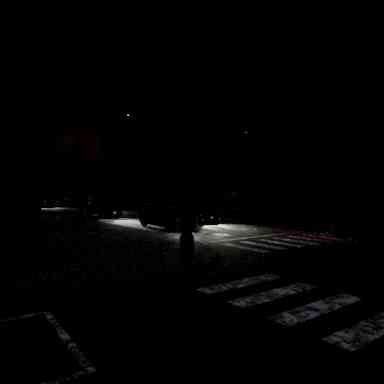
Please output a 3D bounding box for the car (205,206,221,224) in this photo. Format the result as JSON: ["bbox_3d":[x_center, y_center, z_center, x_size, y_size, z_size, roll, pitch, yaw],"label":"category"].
[{"bbox_3d":[0.175,1.534,23.974,1.994,1.385,4.181,0,0,-36],"label":"car"}]

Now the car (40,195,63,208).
[{"bbox_3d":[-20.238,1.280,46.951,2.097,1.767,4.553,0,0,-35],"label":"car"}]

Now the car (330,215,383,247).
[{"bbox_3d":[8.064,1.594,12.998,1.895,1.301,4.718,0,0,-36],"label":"car"}]

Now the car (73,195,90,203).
[{"bbox_3d":[-22.047,1.367,66.380,1.882,1.535,5.008,0,0,-36],"label":"car"}]

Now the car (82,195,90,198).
[{"bbox_3d":[-11.133,1.419,39.732,1.882,1.535,5.008,0,0,-36],"label":"car"}]

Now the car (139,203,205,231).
[{"bbox_3d":[-1.583,1.455,20.846,1.882,1.535,5.008,0,0,-36],"label":"car"}]

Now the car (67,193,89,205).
[{"bbox_3d":[-18.961,1.131,56.503,2.150,2.045,5.566,0,0,-35],"label":"car"}]

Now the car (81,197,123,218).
[{"bbox_3d":[-7.808,1.453,29.515,2.128,1.511,4.902,0,0,-36],"label":"car"}]

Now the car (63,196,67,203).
[{"bbox_3d":[-25.097,1.439,65.052,2.033,1.411,5.357,0,0,-36],"label":"car"}]
